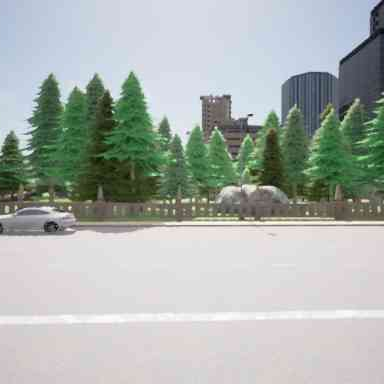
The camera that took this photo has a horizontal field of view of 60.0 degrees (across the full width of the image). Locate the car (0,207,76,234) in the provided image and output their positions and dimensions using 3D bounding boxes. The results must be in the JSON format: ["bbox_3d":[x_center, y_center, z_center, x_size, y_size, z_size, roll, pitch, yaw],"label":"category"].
[{"bbox_3d":[-8.998,1.569,18.834,4.674,1.442,1.812,0,0,-2],"label":"car"}]
